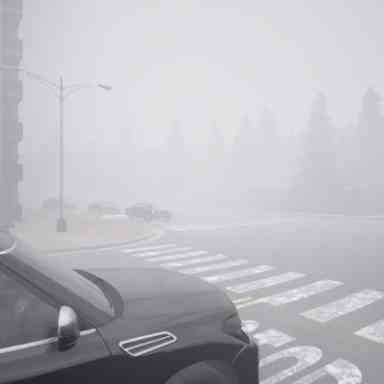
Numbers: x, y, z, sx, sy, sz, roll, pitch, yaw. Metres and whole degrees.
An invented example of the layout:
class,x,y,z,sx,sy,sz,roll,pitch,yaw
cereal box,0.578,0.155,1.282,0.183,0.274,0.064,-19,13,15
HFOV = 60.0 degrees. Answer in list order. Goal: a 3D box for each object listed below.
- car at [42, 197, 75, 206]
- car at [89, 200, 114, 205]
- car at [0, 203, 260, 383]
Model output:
class,x,y,z,sx,sy,sz,roll,pitch,yaw
car,-16.194,1.449,40.293,4.892,1.490,1.837,0,0,33
car,-8.828,1.508,32.996,1.994,1.385,4.181,0,0,-39
car,-2.019,1.221,2.307,5.566,2.045,2.150,0,0,-35
